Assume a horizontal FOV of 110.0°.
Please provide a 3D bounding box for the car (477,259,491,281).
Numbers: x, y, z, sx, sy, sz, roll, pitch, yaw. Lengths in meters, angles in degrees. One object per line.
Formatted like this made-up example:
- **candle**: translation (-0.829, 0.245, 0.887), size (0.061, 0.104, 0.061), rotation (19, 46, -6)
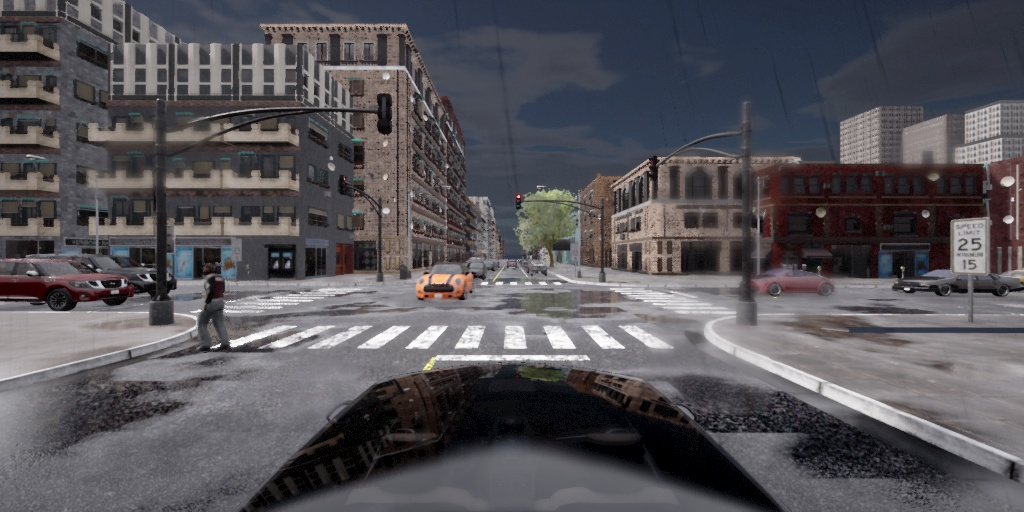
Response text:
- **car**: translation (-3.099, 1.271, 30.493), size (1.837, 1.490, 4.892), rotation (0, 0, 0)

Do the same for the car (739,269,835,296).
- **car**: translation (14.719, 1.385, 19.325), size (4.181, 1.385, 1.994), rotation (0, 0, 0)

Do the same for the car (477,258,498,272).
- **car**: translation (-3.094, 1.297, 46.188), size (1.837, 1.490, 4.892), rotation (0, -1, 0)

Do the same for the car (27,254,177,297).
- **car**: translation (-18.310, 0.916, 15.889), size (5.566, 2.045, 2.150), rotation (0, 0, 0)

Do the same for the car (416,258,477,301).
- **car**: translation (-3.100, 1.105, 17.319), size (2.097, 1.767, 4.553), rotation (0, 0, 0)

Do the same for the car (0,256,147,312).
- **car**: translation (-17.276, 1.012, 13.309), size (5.009, 1.841, 2.192), rotation (0, 0, 0)

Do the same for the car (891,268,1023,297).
- **car**: translation (24.020, 1.410, 19.392), size (5.357, 1.411, 2.033), rotation (0, 0, 0)

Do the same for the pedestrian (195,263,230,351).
- **pedestrian**: translation (-6.262, 1.043, 7.487), size (0.375, 1.860, 0.375), rotation (0, 0, 0)

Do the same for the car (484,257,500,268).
- **car**: translation (-3.065, 1.308, 60.720), size (2.128, 1.511, 4.902), rotation (0, 0, 0)

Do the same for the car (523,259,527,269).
- **car**: translation (2.692, 1.224, 42.725), size (1.967, 1.591, 4.097), rotation (0, 0, 0)

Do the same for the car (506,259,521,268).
- **car**: translation (0.002, 1.313, 63.384), size (2.128, 1.511, 4.902), rotation (0, 0, 0)

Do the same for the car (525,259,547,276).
- **car**: translation (2.691, 1.326, 37.028), size (2.007, 1.370, 4.403), rotation (0, 0, 0)
